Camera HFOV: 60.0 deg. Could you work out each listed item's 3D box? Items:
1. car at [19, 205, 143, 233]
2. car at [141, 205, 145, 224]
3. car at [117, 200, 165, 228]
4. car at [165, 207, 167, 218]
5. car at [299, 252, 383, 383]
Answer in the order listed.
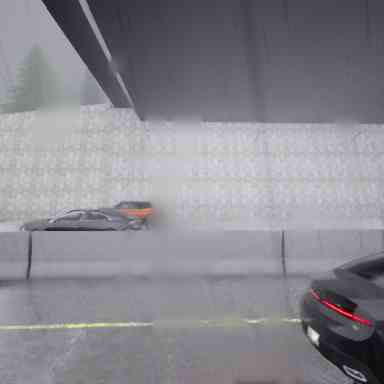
[{"bbox_3d":[-4.787,1.491,14.267,4.902,1.511,2.128,0,0,-4],"label":"car"},{"bbox_3d":[-4.847,1.564,17.771,4.181,1.385,1.994,0,0,-4],"label":"car"},{"bbox_3d":[-4.212,1.352,21.319,4.553,1.767,2.097,0,0,-4],"label":"car"},{"bbox_3d":[-4.337,1.504,24.819,4.892,1.490,1.837,0,0,-4],"label":"car"},{"bbox_3d":[3.860,1.501,4.105,4.892,1.490,1.837,1,0,-4],"label":"car"}]
